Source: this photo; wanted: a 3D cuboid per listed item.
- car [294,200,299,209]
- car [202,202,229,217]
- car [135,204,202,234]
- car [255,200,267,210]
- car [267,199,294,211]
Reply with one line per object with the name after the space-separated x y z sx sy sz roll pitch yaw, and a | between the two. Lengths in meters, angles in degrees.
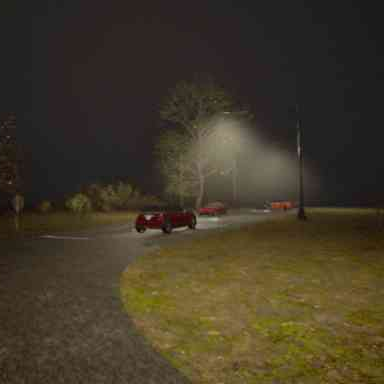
17.359 2.102 56.988 1.812 1.442 4.674 -2 -1 27 | car
2.389 1.874 35.797 1.882 1.535 5.008 -2 -1 27 | car
-1.478 1.488 20.456 2.097 1.767 4.553 -2 -1 27 | car
11.567 2.141 53.388 1.837 1.490 4.892 -2 -2 27 | car
12.935 1.821 48.292 2.097 1.767 4.553 -2 -1 28 | car
